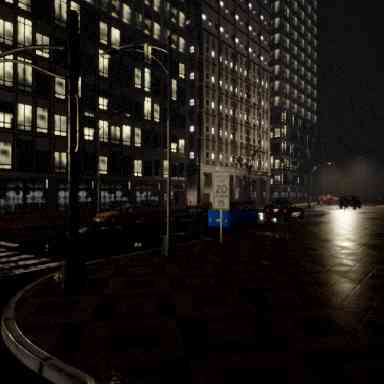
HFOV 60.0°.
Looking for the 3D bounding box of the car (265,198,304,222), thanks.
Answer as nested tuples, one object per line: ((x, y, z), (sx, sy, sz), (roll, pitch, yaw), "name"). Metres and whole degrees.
((7.581, 1.472, 26.897), (1.967, 1.590, 4.097), (0, 0, 38), "car")

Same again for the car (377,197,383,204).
((38.167, 1.658, 66.543), (1.947, 1.339, 4.313), (0, 0, 38), "car")

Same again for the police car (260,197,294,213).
((9.967, 1.459, 38.689), (1.930, 1.638, 5.238), (0, 0, 38), "police car")

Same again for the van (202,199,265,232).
((2.612, 1.368, 20.273), (1.690, 1.788, 3.998), (0, 0, 38), "van")

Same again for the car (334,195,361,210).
((21.175, 1.368, 44.518), (2.192, 1.841, 5.009), (0, 0, 38), "car")

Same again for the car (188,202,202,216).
((1.342, 1.603, 31.711), (1.802, 1.307, 4.206), (0, 0, 38), "car")

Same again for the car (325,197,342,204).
((28.530, 1.624, 66.953), (2.008, 1.369, 4.403), (0, 0, 38), "car")

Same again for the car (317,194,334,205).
((25.132, 1.380, 62.548), (2.192, 1.841, 5.009), (0, 0, 38), "car")

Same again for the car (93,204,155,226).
((-4.774, 1.540, 23.995), (1.752, 1.417, 4.829), (0, 0, 38), "car")
